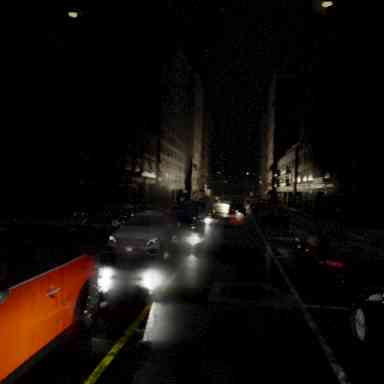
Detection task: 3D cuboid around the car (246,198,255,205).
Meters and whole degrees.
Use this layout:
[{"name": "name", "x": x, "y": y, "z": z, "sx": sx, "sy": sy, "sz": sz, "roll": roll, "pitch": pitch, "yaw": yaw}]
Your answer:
[{"name": "car", "x": 13.141, "y": 2.121, "z": 74.856, "sx": 1.887, "sy": 1.381, "sz": 4.507, "roll": 2, "pitch": 0, "yaw": 8}]

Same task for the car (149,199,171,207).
[{"name": "car", "x": -2.941, "y": 1.351, "z": 21.254, "sx": 1.967, "sy": 1.590, "sz": 4.097, "roll": 2, "pitch": 0, "yaw": 8}]

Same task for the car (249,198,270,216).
[{"name": "car", "x": 7.796, "y": 1.644, "z": 36.524, "sx": 2.192, "sy": 1.841, "sz": 5.009, "roll": 2, "pitch": 0, "yaw": 8}]

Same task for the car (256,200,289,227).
[{"name": "car", "x": 6.263, "y": 1.698, "z": 25.572, "sx": 1.967, "sy": 1.590, "sz": 4.097, "roll": 2, "pitch": 0, "yaw": 8}]

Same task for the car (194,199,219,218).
[{"name": "car", "x": 1.121, "y": 1.639, "z": 31.538, "sx": 1.994, "sy": 1.385, "sz": 4.181, "roll": 2, "pitch": 0, "yaw": 8}]

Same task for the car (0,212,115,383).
[{"name": "car", "x": -2.785, "y": 1.251, "z": 3.722, "sx": 2.097, "sy": 1.767, "sz": 4.553, "roll": 2, "pitch": 0, "yaw": 8}]

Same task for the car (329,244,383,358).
[{"name": "car", "x": 3.202, "y": 1.672, "z": 3.668, "sx": 2.008, "sy": 1.369, "sz": 4.403, "roll": 2, "pitch": 0, "yaw": 8}]

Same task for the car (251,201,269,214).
[{"name": "car", "x": 8.553, "y": 1.930, "z": 41.999, "sx": 1.947, "sy": 1.339, "sz": 4.313, "roll": 2, "pitch": 0, "yaw": 8}]

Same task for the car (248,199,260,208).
[{"name": "car", "x": 10.872, "y": 1.998, "z": 58.596, "sx": 1.752, "sy": 1.417, "sz": 4.829, "roll": 2, "pitch": 0, "yaw": 8}]

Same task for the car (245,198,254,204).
[{"name": "car", "x": 13.906, "y": 2.161, "z": 80.332, "sx": 2.008, "sy": 1.369, "sz": 4.403, "roll": 2, "pitch": 0, "yaw": 8}]

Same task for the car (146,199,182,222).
[{"name": "car", "x": -2.177, "y": 1.386, "z": 26.731, "sx": 1.967, "sy": 1.590, "sz": 4.097, "roll": 2, "pitch": 0, "yaw": 8}]

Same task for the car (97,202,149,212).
[{"name": "car", "x": -3.706, "y": 1.317, "z": 15.776, "sx": 1.967, "sy": 1.590, "sz": 4.097, "roll": 2, "pitch": 0, "yaw": 8}]

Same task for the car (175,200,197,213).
[{"name": "car", "x": -0.651, "y": 1.598, "z": 37.685, "sx": 1.802, "sy": 1.307, "sz": 4.206, "roll": 2, "pitch": 0, "yaw": 8}]

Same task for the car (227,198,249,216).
[{"name": "car", "x": 4.939, "y": 1.728, "z": 36.230, "sx": 1.837, "sy": 1.490, "sz": 4.892, "roll": 2, "pitch": 0, "yaw": 8}]

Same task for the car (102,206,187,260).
[{"name": "car", "x": -1.577, "y": 1.478, "z": 12.452, "sx": 1.812, "sy": 1.442, "sz": 4.674, "roll": 2, "pitch": 0, "yaw": 8}]

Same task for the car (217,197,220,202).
[{"name": "car", "x": 4.703, "y": 1.808, "z": 76.028, "sx": 1.887, "sy": 1.381, "sz": 4.507, "roll": 2, "pitch": 0, "yaw": 8}]

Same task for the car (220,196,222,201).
[{"name": "car", "x": 5.468, "y": 1.849, "z": 81.505, "sx": 2.008, "sy": 1.369, "sz": 4.403, "roll": 2, "pitch": 0, "yaw": 8}]

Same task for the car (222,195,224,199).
[{"name": "car", "x": 6.996, "y": 1.932, "z": 92.460, "sx": 1.947, "sy": 1.339, "sz": 4.313, "roll": 2, "pitch": 0, "yaw": 8}]

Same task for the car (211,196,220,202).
[{"name": "car", "x": 6.232, "y": 1.877, "z": 86.983, "sx": 1.887, "sy": 1.381, "sz": 4.507, "roll": 2, "pitch": 0, "yaw": 8}]

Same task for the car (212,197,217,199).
[{"name": "car", "x": 3.173, "y": 1.760, "z": 65.073, "sx": 1.947, "sy": 1.339, "sz": 4.313, "roll": 2, "pitch": 0, "yaw": 8}]

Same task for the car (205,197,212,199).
[{"name": "car", "x": 1.644, "y": 1.674, "z": 54.118, "sx": 2.008, "sy": 1.369, "sz": 4.403, "roll": 2, "pitch": 0, "yaw": 8}]

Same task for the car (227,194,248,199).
[{"name": "car", "x": 6.604, "y": 1.652, "z": 48.252, "sx": 2.097, "sy": 1.767, "sz": 4.553, "roll": 2, "pitch": 0, "yaw": 8}]

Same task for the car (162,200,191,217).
[{"name": "car", "x": -1.416, "y": 1.547, "z": 32.208, "sx": 1.947, "sy": 1.339, "sz": 4.313, "roll": 2, "pitch": 0, "yaw": 8}]

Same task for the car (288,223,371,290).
[{"name": "car", "x": 3.966, "y": 1.737, "z": 9.143, "sx": 1.802, "sy": 1.307, "sz": 4.206, "roll": 2, "pitch": 0, "yaw": 8}]

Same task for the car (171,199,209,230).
[{"name": "car", "x": -0.280, "y": 1.488, "z": 21.652, "sx": 1.882, "sy": 1.535, "sz": 5.008, "roll": 2, "pitch": 0, "yaw": 8}]

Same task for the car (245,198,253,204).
[{"name": "car", "x": 14.670, "y": 2.210, "z": 85.808, "sx": 1.947, "sy": 1.339, "sz": 4.313, "roll": 2, "pitch": 0, "yaw": 8}]
